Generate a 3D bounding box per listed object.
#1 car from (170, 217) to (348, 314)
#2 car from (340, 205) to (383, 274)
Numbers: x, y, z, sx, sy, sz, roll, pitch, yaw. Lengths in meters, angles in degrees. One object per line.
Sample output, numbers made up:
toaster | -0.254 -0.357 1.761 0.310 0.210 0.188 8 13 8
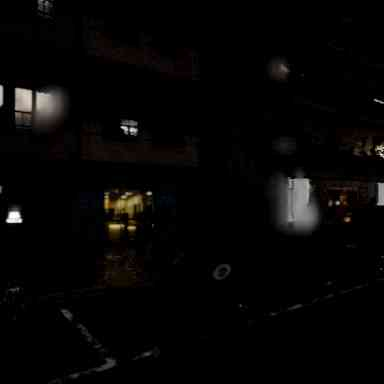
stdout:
car | 1.478 1.474 7.638 4.097 1.590 1.967 0 0 -36
car | 6.051 1.375 10.934 5.009 1.841 2.192 0 0 -36
